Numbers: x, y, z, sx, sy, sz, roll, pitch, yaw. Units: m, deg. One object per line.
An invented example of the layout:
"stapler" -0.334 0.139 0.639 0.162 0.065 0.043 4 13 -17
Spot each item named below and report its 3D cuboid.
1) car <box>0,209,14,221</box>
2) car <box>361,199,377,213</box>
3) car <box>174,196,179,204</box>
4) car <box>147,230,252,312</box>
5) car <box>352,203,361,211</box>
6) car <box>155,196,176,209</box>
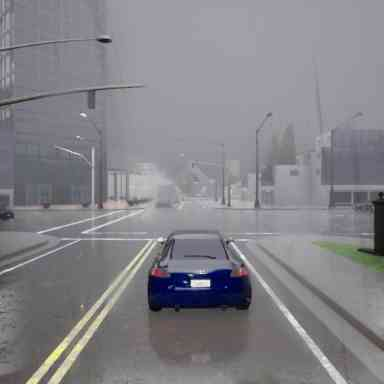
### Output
"car" -16.392 1.672 26.225 4.181 1.385 1.994 -1 0 0
"car" 20.214 1.553 33.718 4.718 1.301 1.895 0 0 0
"car" -3.505 1.493 64.481 2.128 1.511 4.902 0 0 0
"car" 0.089 1.564 7.814 1.994 1.385 4.181 0 0 -2
"car" 20.364 1.479 37.209 4.674 1.442 1.812 0 0 0
"car" -3.690 1.604 44.364 1.895 1.301 4.718 0 0 3
